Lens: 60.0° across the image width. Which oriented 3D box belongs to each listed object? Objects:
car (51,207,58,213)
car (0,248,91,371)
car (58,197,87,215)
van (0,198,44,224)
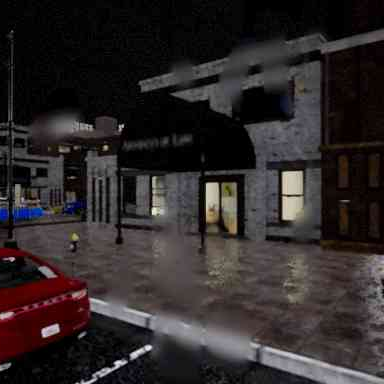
[{"bbox_3d":[-15.260,1.915,41.752,1.752,1.417,4.829,0,0,35],"label":"car"},{"bbox_3d":[-3.565,1.601,5.411,4.507,1.381,1.887,-1,0,35],"label":"car"},{"bbox_3d":[-12.942,1.606,40.540,2.150,2.045,5.566,0,0,36],"label":"car"},{"bbox_3d":[-14.658,1.680,28.024,1.690,1.788,3.998,0,0,35],"label":"van"}]
